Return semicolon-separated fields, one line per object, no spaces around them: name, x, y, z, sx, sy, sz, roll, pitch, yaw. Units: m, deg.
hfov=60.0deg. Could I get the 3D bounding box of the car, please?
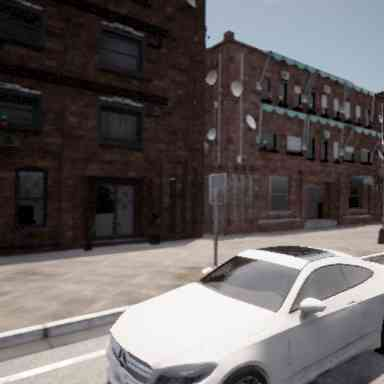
car;1.201;1.532;4.556;4.674;1.442;1.812;0;0;-35
